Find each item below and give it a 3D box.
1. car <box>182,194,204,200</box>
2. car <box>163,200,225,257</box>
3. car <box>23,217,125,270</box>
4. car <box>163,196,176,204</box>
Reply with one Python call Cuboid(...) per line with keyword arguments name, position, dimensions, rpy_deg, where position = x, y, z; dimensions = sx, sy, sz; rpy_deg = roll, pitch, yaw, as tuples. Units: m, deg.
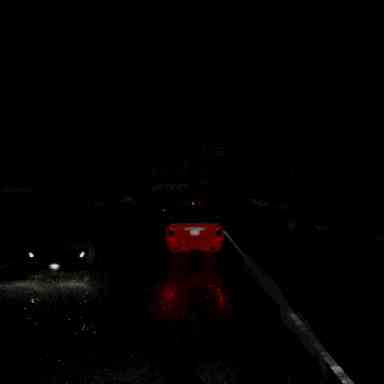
Cuboid(name="car", position=(0.102, 1.249, 36.035), dimensions=(2.150, 2.045, 5.566), rpy_deg=(0, 0, 0))
Cuboid(name="car", position=(0.098, 1.385, 13.297), dimensions=(2.097, 1.767, 4.553), rpy_deg=(0, 0, 0))
Cuboid(name="car", position=(-3.600, 1.577, 11.373), dimensions=(2.033, 1.411, 5.357), rpy_deg=(0, 0, 0))
Cuboid(name="car", position=(-3.565, 1.437, 54.108), dimensions=(1.882, 1.535, 5.008), rpy_deg=(0, 0, 0))
